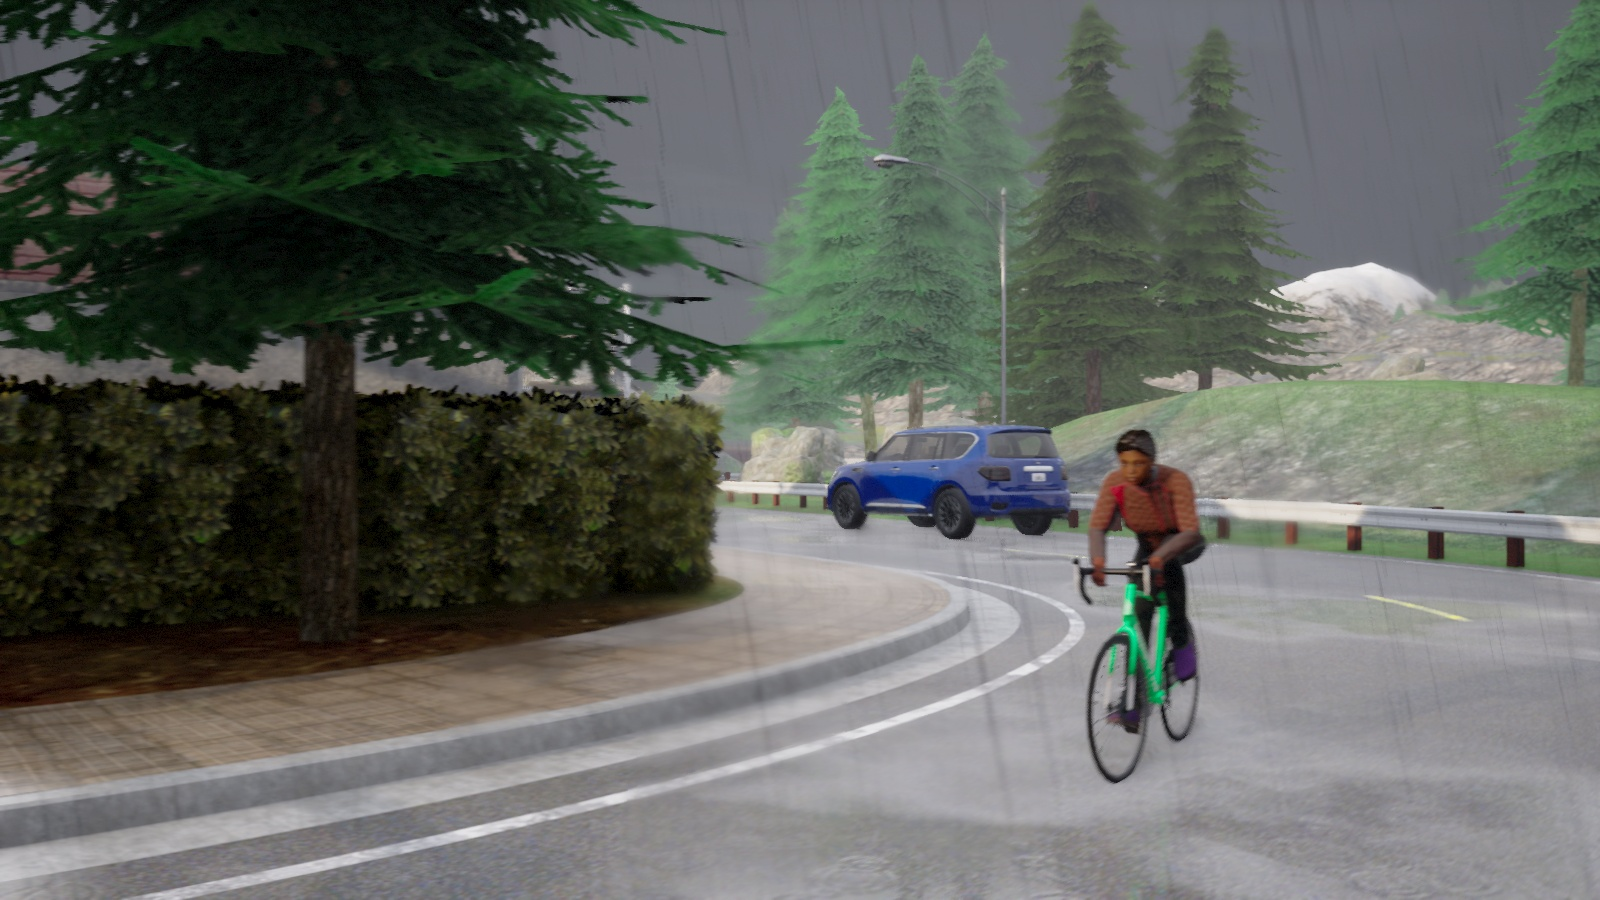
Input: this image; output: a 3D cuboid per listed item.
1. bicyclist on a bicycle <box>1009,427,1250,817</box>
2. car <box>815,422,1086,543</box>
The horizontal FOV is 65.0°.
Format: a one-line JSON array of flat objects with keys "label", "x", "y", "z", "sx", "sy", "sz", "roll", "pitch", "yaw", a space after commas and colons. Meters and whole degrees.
[{"label": "bicyclist on a bicycle", "x": 1.643, "y": 0.716, "z": 6.067, "sx": 0.582, "sy": 1.620, "sz": 1.656, "roll": -2, "pitch": -1, "yaw": 34}, {"label": "car", "x": 2.701, "y": 0.562, "z": 24.155, "sx": 2.150, "sy": 2.045, "sz": 5.566, "roll": 0, "pitch": 0, "yaw": -32}]
